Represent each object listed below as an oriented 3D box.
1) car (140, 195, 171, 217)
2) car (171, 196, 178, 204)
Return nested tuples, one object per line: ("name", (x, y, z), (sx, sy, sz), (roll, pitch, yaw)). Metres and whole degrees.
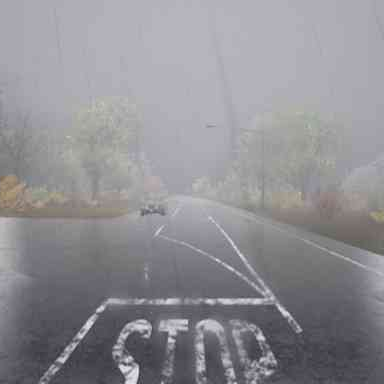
("car", (-3.583, 1.300, 32.130), (2.150, 2.045, 5.566), (0, 0, 0))
("car", (-3.954, 1.531, 68.719), (2.097, 1.767, 4.553), (0, 0, -1))
